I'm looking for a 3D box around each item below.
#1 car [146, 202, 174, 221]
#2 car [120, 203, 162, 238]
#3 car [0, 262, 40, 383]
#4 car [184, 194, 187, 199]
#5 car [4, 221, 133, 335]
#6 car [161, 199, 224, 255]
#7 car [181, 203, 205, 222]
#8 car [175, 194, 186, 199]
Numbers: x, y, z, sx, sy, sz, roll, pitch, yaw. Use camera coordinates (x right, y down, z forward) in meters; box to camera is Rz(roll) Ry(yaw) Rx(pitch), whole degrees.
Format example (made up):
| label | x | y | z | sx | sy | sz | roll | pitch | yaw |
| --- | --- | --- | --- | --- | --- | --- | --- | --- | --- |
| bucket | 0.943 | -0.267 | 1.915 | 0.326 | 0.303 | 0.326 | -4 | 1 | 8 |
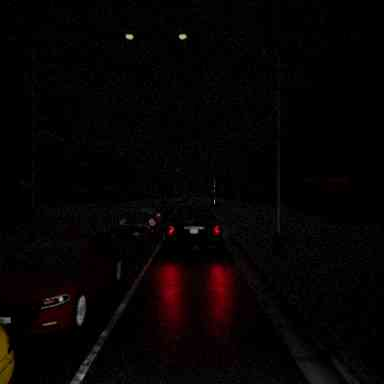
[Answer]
| label | x | y | z | sx | sy | sz | roll | pitch | yaw |
| --- | --- | --- | --- | --- | --- | --- | --- | --- | --- |
| car | -2.631 | 1.598 | 28.417 | 1.947 | 1.339 | 4.313 | 0 | 0 | 0 |
| car | -2.630 | 1.456 | 17.657 | 1.967 | 1.590 | 4.097 | 1 | 0 | 0 |
| car | -2.629 | 1.526 | 1.347 | 1.752 | 1.417 | 4.829 | 1 | 0 | 0 |
| car | -2.633 | 1.697 | 71.792 | 1.887 | 1.381 | 4.507 | 0 | 0 | 0 |
| car | -2.630 | 1.550 | 6.897 | 1.887 | 1.381 | 4.507 | 1 | 0 | 0 |
| car | 0.082 | 1.365 | 13.576 | 2.097 | 1.767 | 4.553 | 0 | 0 | 0 |
| car | 0.081 | 1.631 | 27.767 | 1.895 | 1.301 | 4.718 | 0 | 0 | 0 |
| car | -2.633 | 1.656 | 66.017 | 1.752 | 1.417 | 4.829 | 0 | 0 | 0 |
